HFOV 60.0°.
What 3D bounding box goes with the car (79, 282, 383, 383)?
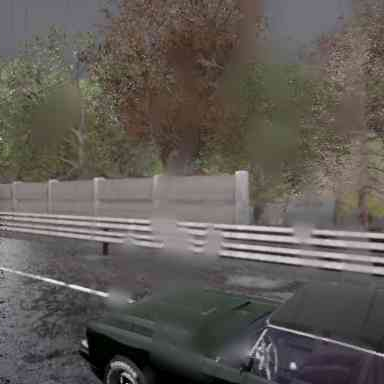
[{"bbox_3d":[1.102,1.596,3.079,4.718,1.301,1.895,0,0,35],"label":"car"}]
